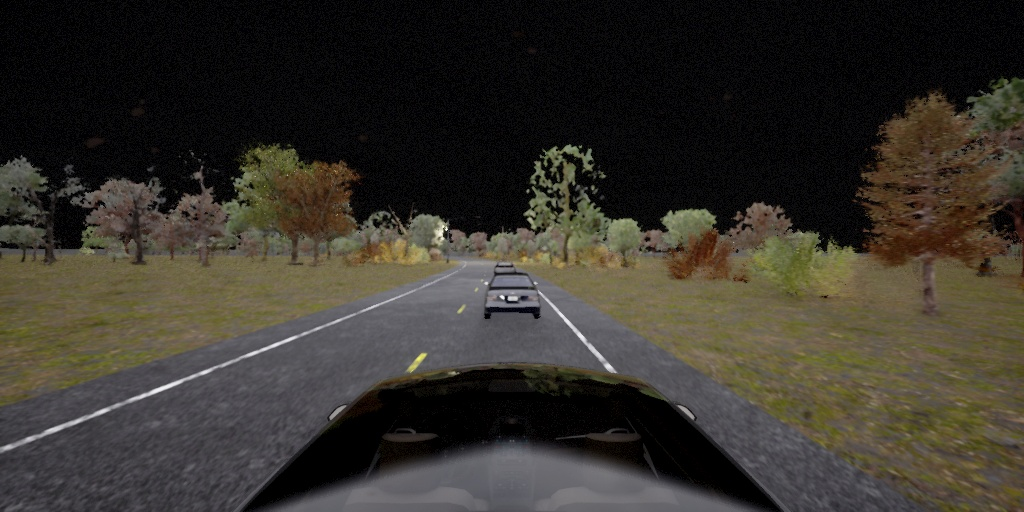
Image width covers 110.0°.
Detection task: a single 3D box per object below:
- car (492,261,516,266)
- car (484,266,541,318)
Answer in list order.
[{"bbox_3d":[-0.655,1.165,31.265,2.128,1.511,4.902,0,0,-3],"label":"car"},{"bbox_3d":[-0.028,1.276,12.916,2.033,1.411,5.357,0,0,-1],"label":"car"}]
